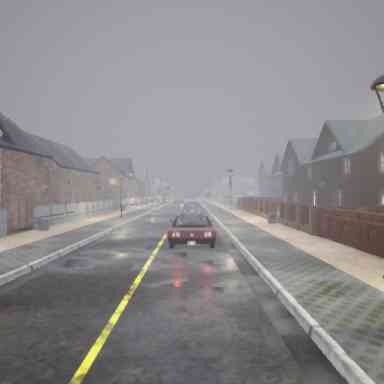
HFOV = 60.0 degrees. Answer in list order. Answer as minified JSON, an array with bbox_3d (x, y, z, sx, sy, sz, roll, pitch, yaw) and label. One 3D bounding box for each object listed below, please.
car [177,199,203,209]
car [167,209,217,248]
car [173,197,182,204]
[{"bbox_3d":[0.000,1.602,29.652,2.033,1.411,5.357,0,0,0],"label":"car"},{"bbox_3d":[0.000,1.628,14.681,1.895,1.301,4.718,0,0,0],"label":"car"},{"bbox_3d":[-2.750,1.764,69.181,1.812,1.442,4.674,0,0,0],"label":"car"}]
